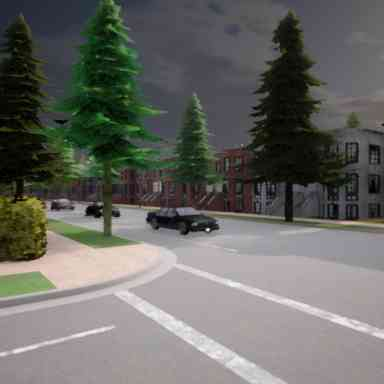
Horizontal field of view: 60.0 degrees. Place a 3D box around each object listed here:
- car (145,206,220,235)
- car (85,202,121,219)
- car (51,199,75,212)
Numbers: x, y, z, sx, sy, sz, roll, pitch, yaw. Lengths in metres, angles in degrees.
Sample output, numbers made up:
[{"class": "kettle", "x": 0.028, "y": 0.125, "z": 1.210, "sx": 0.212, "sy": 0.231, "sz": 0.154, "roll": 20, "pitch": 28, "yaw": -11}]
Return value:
[{"class": "car", "x": -0.745, "y": 1.525, "z": 19.000, "sx": 2.033, "sy": 1.411, "sz": 5.357, "roll": 0, "pitch": 0, "yaw": -36}, {"class": "car", "x": -7.767, "y": 1.542, "z": 28.762, "sx": 1.994, "sy": 1.385, "sz": 4.181, "roll": 0, "pitch": 0, "yaw": -36}, {"class": "car", "x": -15.298, "y": 1.503, "z": 39.242, "sx": 1.812, "sy": 1.442, "sz": 4.674, "roll": 0, "pitch": 0, "yaw": -36}]
